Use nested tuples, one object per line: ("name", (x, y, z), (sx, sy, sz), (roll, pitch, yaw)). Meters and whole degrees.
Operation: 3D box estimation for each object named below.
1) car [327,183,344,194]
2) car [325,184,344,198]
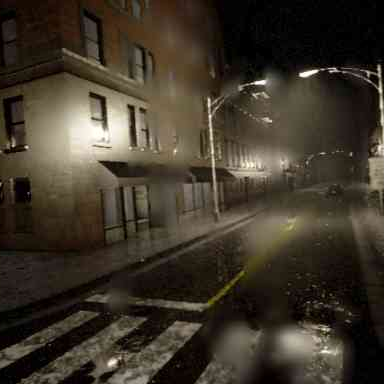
("car", (21.442, -0.496, 49.643), (1.994, 1.385, 4.181), (-4, 1, 26))
("car", (17.424, -0.111, 40.663), (1.994, 1.385, 4.181), (-4, 1, 25))
